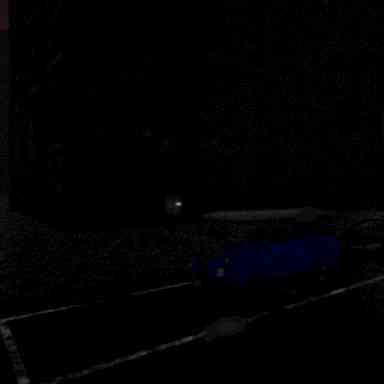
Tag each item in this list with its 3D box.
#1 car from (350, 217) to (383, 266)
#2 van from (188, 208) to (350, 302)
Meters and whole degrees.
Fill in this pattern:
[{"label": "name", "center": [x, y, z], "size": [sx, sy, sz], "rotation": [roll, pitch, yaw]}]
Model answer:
[{"label": "car", "center": [6.375, 1.532, 11.191], "size": [4.206, 1.307, 1.802], "rotation": [0, 0, -35]}, {"label": "van", "center": [1.814, 1.315, 7.937], "size": [3.998, 1.788, 1.690], "rotation": [0, 0, -35]}]
